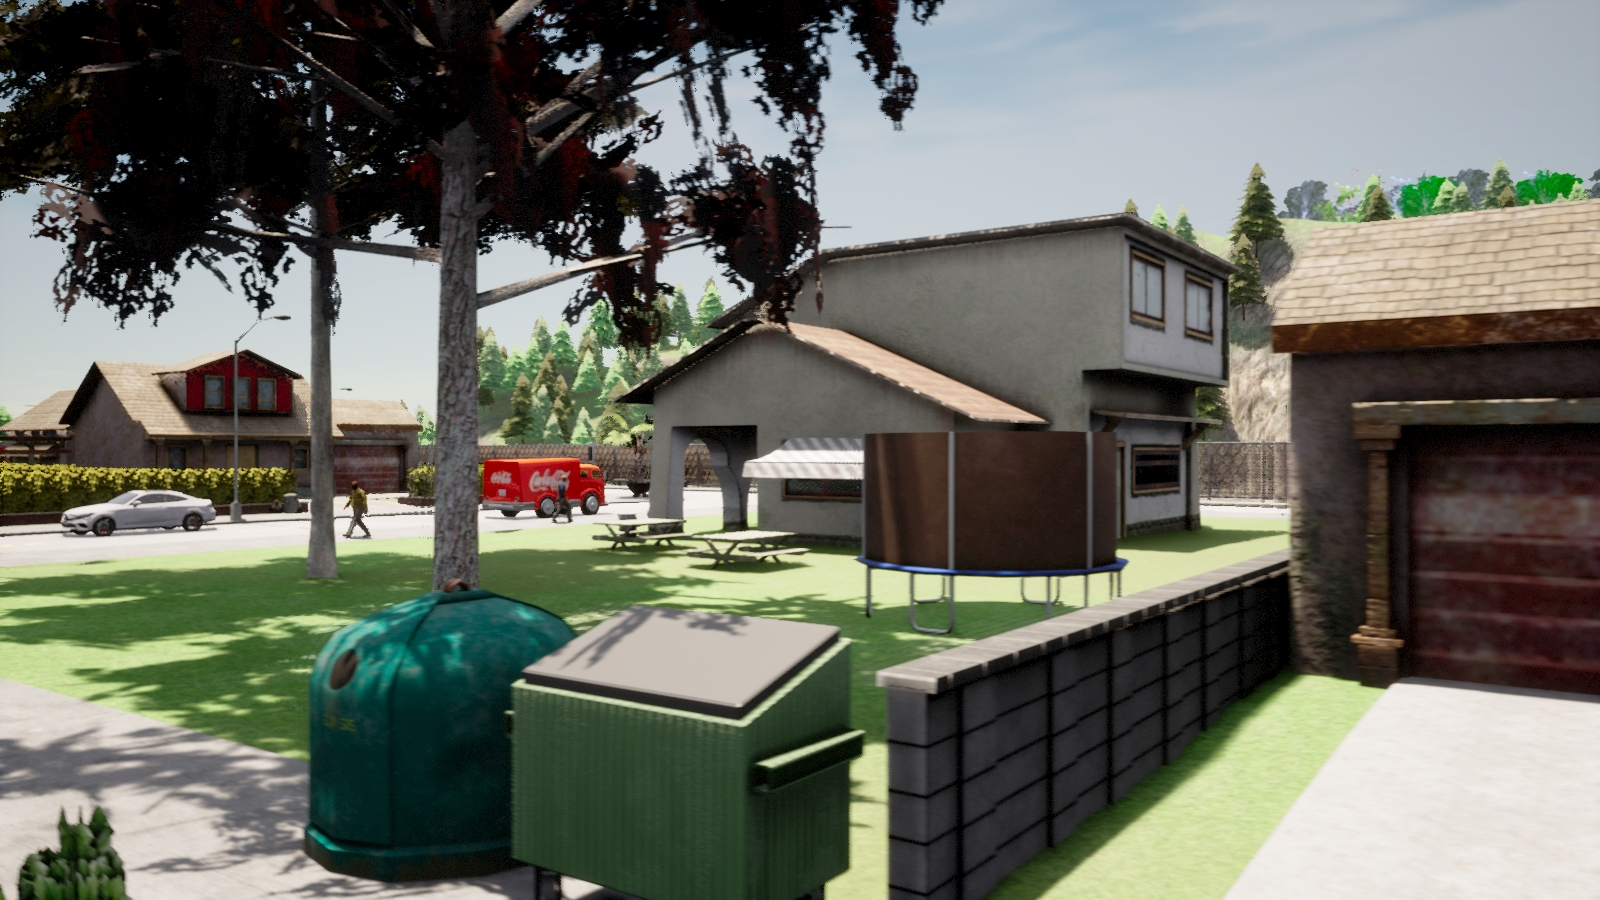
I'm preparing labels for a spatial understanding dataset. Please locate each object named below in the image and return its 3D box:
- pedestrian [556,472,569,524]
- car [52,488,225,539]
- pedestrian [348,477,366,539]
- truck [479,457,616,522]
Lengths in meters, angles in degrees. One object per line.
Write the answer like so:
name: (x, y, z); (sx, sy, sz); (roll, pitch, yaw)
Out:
pedestrian: (-8.724, 1.750, 41.906); (0.375, 1.860, 0.375); (0, 0, -29)
car: (-22.282, 2.088, 38.655); (2.002, 1.442, 4.674); (0, 0, 35)
pedestrian: (-13.411, 1.748, 34.603); (0.375, 1.860, 0.375); (0, 0, 35)
truck: (-10.543, 1.583, 48.115); (2.627, 2.467, 5.204); (0, 1, 35)
